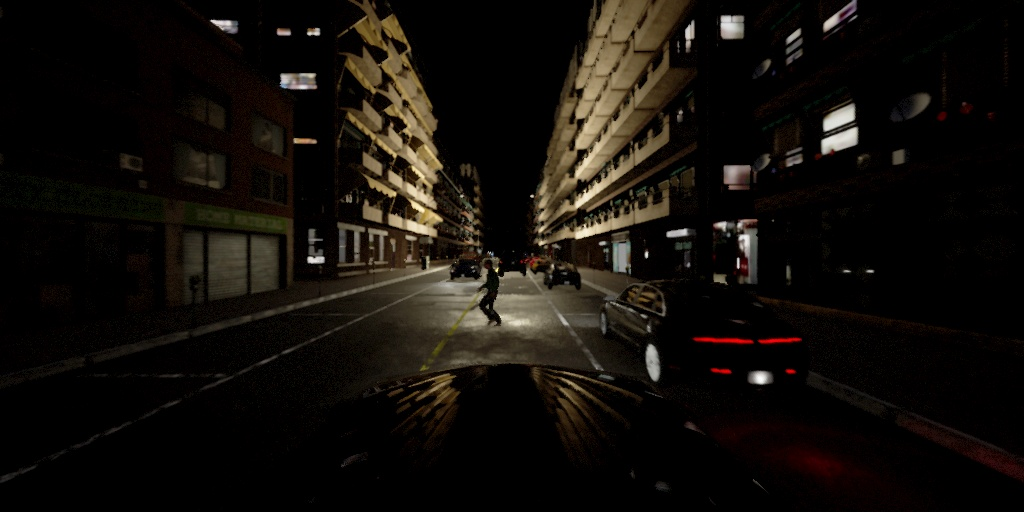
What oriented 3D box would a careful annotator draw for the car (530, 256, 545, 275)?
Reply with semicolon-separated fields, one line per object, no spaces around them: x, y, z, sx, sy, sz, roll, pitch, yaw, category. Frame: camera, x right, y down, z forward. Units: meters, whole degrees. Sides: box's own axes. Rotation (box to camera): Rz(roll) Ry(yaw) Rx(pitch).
2.643;0.839;31.008;1.751;1.417;4.829;0;0;0;car

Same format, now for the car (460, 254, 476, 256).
-5.756;0.714;42.006;1.948;1.339;4.313;0;0;0;car

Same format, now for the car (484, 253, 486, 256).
-5.784;0.481;58.718;1.802;1.307;4.207;0;0;0;car

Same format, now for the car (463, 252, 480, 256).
-5.765;0.380;47.576;2.192;1.841;5.009;0;0;0;car

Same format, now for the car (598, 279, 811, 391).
2.992;1.180;6.741;1.837;1.490;4.892;0;1;0;car

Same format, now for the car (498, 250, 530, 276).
0.040;0.553;29.810;2.150;2.045;5.566;0;1;-1;car

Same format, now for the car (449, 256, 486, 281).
-3.139;0.924;25.213;1.812;1.442;4.674;0;1;0;car

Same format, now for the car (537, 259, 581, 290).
2.662;1.031;19.697;2.007;1.370;4.403;0;0;0;car

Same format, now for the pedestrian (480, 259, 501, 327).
-0.569;0.929;9.379;0.375;1.860;0.375;1;0;-5;pedestrian
